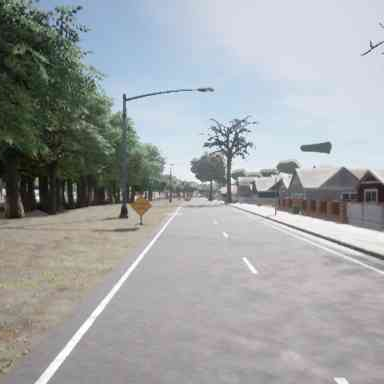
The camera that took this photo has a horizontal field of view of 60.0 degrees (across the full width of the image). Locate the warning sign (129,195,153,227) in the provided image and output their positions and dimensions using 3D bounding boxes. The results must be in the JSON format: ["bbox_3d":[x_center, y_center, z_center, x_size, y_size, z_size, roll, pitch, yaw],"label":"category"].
[{"bbox_3d":[-3.051,1.114,20.038,1.300,1.860,1.060,0,0,0],"label":"warning sign"}]
